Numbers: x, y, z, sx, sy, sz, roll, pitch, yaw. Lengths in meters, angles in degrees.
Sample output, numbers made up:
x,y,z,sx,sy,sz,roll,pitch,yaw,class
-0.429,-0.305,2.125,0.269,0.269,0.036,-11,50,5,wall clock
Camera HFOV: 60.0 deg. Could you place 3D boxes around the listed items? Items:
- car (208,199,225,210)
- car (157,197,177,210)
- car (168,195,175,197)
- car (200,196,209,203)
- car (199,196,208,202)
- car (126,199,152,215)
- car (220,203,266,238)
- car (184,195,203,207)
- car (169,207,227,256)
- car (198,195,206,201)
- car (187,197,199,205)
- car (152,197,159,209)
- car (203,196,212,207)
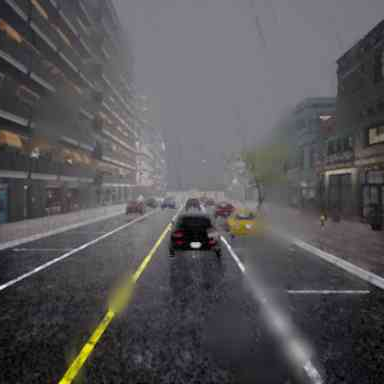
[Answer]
x,y,z,sx,sy,sz,roll,pitch,yaw,class
2.695,1.566,28.725,1.887,1.381,4.507,-1,0,0,car
-2.979,1.640,42.761,1.895,1.301,4.718,0,0,0,car
-5.662,1.632,79.855,1.947,1.339,4.313,-1,0,0,car
2.717,1.627,74.144,1.947,1.339,4.313,-1,0,0,car
2.720,1.618,79.822,2.008,1.369,4.403,-1,0,0,car
-5.683,1.570,34.435,1.887,1.381,4.507,-1,0,0,car
2.690,1.538,17.540,1.752,1.417,4.829,-1,0,0,car
0.121,1.538,42.912,1.837,1.490,4.892,0,0,0,car
0.090,1.535,12.989,1.812,1.442,4.674,0,0,-1,car
2.725,1.622,91.176,1.887,1.381,4.507,-1,0,0,car
0.130,1.596,60.445,2.033,1.411,5.357,0,0,0,car
-5.677,1.601,45.790,1.947,1.339,4.313,-1,0,0,car
2.706,1.623,51.435,1.802,1.307,4.206,-1,0,0,car
